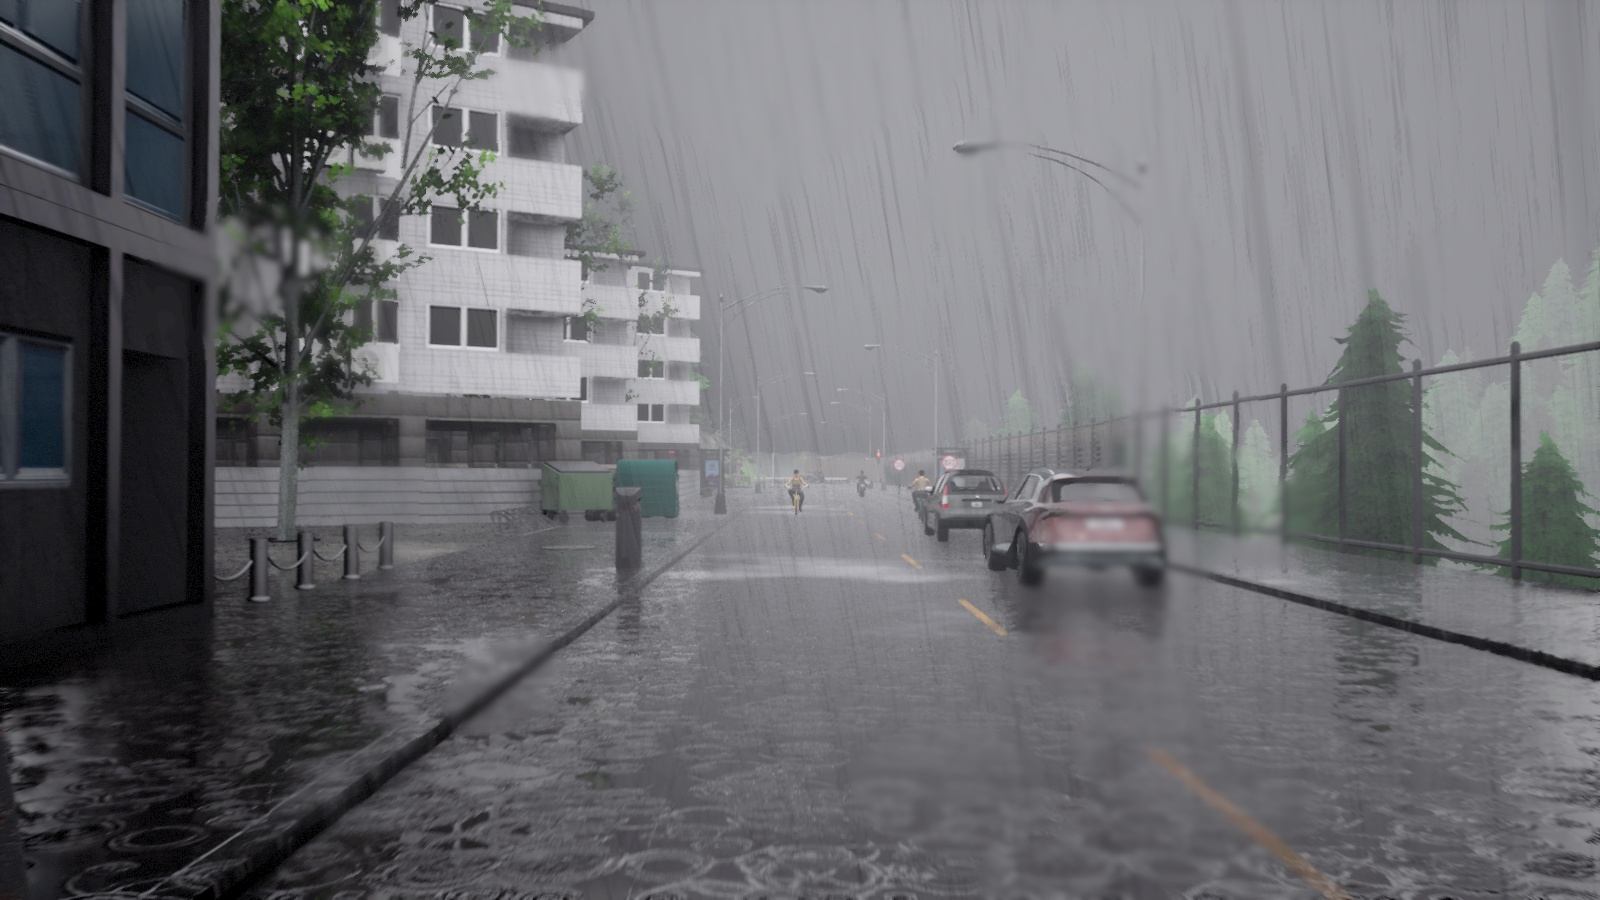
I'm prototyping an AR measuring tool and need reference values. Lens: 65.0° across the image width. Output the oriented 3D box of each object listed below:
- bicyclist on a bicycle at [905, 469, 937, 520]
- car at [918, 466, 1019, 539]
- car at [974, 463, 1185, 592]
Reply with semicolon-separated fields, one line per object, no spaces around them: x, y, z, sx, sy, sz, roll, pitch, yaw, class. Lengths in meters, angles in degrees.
3.890;1.412;40.414;0.866;1.612;1.509;0;-1;0;bicyclist on a bicycle
3.921;1.197;29.856;1.851;1.617;3.988;0;-1;0;car
3.950;1.041;18.661;2.033;1.649;4.856;0;-1;0;car
